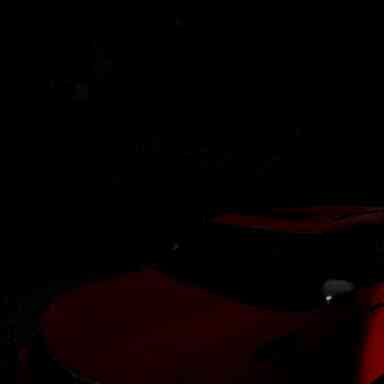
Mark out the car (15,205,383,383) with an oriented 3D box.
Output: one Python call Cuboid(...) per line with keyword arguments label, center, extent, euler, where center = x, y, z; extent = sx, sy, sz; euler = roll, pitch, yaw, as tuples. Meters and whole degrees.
Cuboid(label="car", center=(1.107, 1.220, 3.858), extent=(5.566, 2.045, 2.150), euler=(0, 0, -35))
